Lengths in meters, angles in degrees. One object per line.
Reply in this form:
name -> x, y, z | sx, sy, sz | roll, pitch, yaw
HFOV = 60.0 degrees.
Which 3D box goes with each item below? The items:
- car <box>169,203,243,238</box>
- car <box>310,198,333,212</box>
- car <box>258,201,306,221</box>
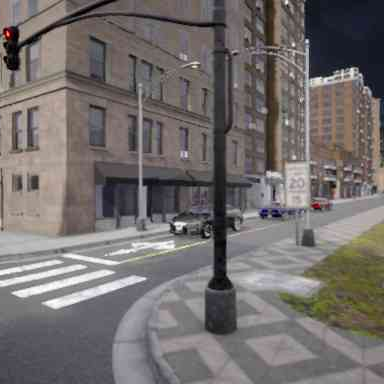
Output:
car -> 0.844, 1.326, 16.739 | 2.128, 1.511, 4.902 | 0, 0, 35
car -> 12.585, 1.252, 33.194 | 1.895, 1.301, 4.718 | 0, 0, 36
car -> 6.685, 1.341, 24.932 | 1.895, 1.301, 4.718 | 0, 0, 36
